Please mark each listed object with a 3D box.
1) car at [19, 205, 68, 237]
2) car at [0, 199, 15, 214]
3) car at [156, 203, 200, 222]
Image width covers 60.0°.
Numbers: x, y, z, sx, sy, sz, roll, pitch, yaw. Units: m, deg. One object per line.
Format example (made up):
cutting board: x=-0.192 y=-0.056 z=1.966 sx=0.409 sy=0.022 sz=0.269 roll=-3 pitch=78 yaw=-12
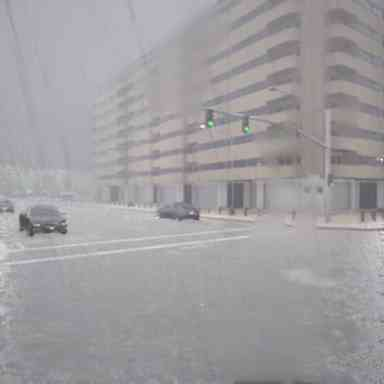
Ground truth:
car: x=-8.242 y=1.500 z=18.312 sx=1.837 sy=1.490 sz=4.892 roll=0 pitch=1 yaw=-35
car: x=-19.852 y=1.514 z=34.810 sx=2.128 sy=1.511 sz=4.902 roll=0 pitch=0 yaw=-35
car: x=-1.157 y=1.545 z=26.675 sx=1.994 sy=1.385 sz=4.181 roll=0 pitch=0 yaw=-35
